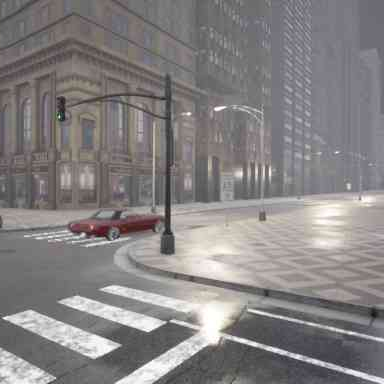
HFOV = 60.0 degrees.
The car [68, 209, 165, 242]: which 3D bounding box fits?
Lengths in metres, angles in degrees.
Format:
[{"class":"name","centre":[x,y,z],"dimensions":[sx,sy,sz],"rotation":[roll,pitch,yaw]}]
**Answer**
[{"class":"car","centre":[-3.225,1.435,15.604],"dimensions":[1.895,1.301,4.718],"rotation":[0,1,36]}]
